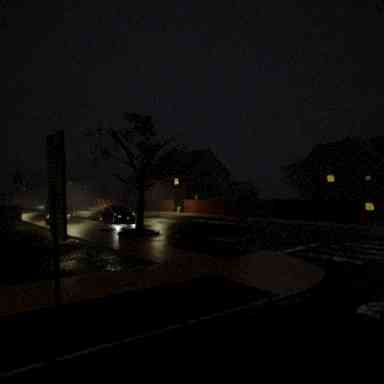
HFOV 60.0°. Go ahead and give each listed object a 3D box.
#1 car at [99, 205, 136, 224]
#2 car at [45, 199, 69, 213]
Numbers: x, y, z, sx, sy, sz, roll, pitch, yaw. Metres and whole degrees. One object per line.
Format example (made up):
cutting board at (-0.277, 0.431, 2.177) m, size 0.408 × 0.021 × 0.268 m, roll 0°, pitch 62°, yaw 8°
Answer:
car at (-6.643, 1.923, 29.175) m, size 1.837 × 1.490 × 4.892 m, roll -2°, pitch 1°, yaw -36°
car at (-18.959, 1.943, 46.434) m, size 2.150 × 2.045 × 5.566 m, roll -2°, pitch 0°, yaw -36°
